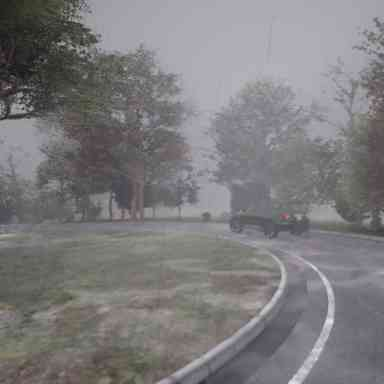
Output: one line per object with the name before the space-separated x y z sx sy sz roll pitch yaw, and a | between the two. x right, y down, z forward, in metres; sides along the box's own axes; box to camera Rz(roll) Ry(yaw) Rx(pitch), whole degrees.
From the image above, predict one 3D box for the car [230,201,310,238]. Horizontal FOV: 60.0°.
car | 4.514 1.563 20.152 2.150 2.045 5.566 0 -2 -27
